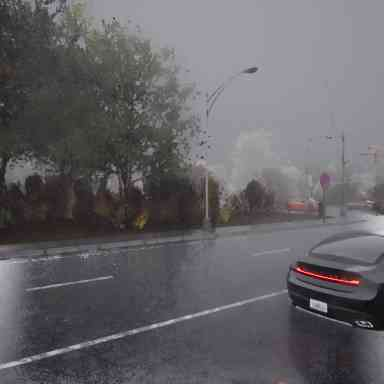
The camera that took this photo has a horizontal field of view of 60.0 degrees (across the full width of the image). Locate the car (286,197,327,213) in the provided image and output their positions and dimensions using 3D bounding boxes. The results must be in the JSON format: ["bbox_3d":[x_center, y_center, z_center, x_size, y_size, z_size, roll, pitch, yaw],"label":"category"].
[{"bbox_3d":[12.594,1.352,36.887,2.097,1.767,4.553,0,0,-32],"label":"car"}]

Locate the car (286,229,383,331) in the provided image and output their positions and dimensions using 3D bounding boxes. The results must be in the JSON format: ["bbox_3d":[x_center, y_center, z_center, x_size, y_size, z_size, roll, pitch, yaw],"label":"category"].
[{"bbox_3d":[3.923,1.505,6.537,4.892,1.490,1.837,0,0,-35],"label":"car"}]

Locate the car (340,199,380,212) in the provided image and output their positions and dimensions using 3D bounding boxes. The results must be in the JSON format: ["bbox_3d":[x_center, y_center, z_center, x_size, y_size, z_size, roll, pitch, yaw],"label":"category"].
[{"bbox_3d":[19.702,1.564,39.111,1.994,1.385,4.181,0,0,-32],"label":"car"}]
